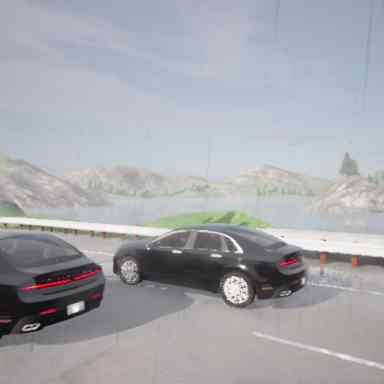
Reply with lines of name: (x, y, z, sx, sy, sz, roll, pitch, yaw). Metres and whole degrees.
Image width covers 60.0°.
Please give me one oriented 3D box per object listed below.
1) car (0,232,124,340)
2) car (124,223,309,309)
car: (-3.790, 1.536, 6.411, 4.892, 1.490, 1.837, -1, 0, 33)
car: (0.212, 1.525, 7.958, 4.892, 1.490, 1.837, 0, 0, 34)
